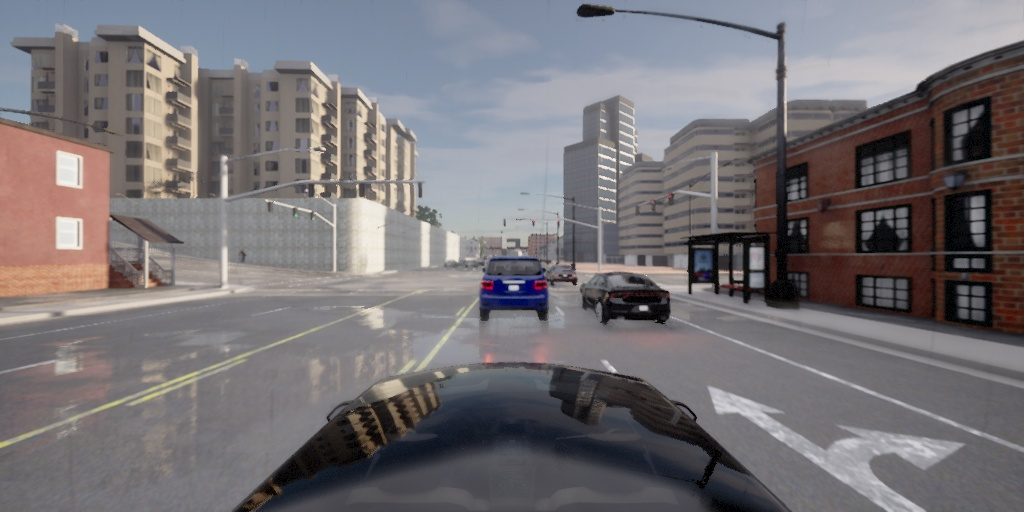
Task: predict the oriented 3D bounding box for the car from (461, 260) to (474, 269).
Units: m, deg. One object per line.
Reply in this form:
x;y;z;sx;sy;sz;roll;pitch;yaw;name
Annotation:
-7.042;1.391;61.992;2.128;1.511;4.902;0;0;1;car

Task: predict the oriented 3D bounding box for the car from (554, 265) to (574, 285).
3.566;1.360;26.424;2.033;1.411;5.357;0;0;0;car

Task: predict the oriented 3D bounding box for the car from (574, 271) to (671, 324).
3.568;1.254;12.159;1.882;1.535;5.008;0;0;0;car

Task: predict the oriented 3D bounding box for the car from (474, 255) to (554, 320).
0.071;1.001;12.953;2.150;2.045;5.566;0;0;0;car

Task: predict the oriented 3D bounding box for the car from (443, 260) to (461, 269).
-10.542;1.392;61.913;2.128;1.511;4.902;0;0;1;car

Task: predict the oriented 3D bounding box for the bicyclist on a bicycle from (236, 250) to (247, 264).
-30.736;0.128;40.841;0.582;1.620;1.656;6;0;0;bicyclist on a bicycle
